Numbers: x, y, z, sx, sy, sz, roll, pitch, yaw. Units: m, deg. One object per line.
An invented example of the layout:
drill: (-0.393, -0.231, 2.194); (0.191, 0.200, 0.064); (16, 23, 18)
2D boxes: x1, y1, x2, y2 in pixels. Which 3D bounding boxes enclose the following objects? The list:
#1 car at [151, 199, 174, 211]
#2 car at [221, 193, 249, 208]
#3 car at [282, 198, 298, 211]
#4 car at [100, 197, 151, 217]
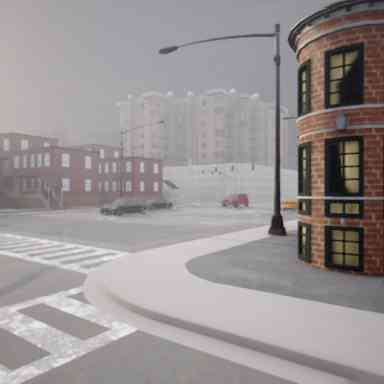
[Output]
car: (-4.476, 1.537, 40.342); (2.033, 1.411, 5.357); (0, 0, 36)
car: (6.536, 1.207, 49.580); (2.150, 2.045, 5.566); (0, 0, 36)
car: (12.312, 1.473, 39.433); (1.882, 1.535, 5.008); (0, 0, 36)
car: (-6.479, 1.343, 31.526); (2.097, 1.767, 4.553); (0, 0, 36)
